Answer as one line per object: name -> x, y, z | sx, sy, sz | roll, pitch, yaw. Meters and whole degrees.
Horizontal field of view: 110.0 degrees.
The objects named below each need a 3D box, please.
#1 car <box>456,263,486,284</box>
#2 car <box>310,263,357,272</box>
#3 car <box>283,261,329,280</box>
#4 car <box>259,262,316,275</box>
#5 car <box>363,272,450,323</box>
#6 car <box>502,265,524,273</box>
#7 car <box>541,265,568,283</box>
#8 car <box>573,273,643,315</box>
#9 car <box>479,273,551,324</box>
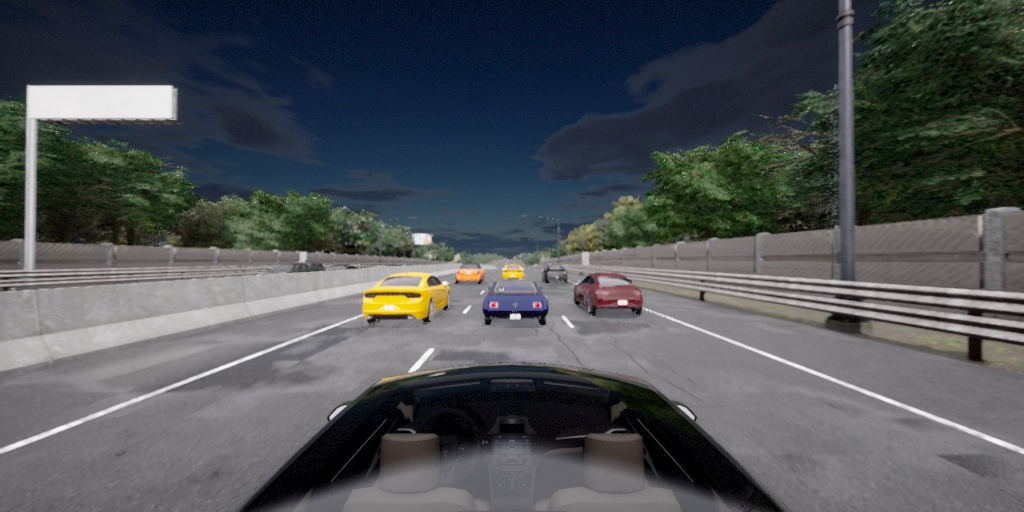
car -> -3.403, 1.368, 30.184 | 2.097, 1.767, 4.553 | 0, -1, 0
car -> -14.101, 1.513, 29.404 | 1.837, 1.490, 4.892 | 0, -1, 0
car -> -21.093, 1.442, 36.905 | 2.097, 1.767, 4.553 | 0, -1, 0
car -> -17.602, 1.346, 28.068 | 2.097, 1.767, 4.553 | 0, -1, 0
car -> -3.396, 1.306, 12.428 | 1.882, 1.535, 5.008 | 0, -1, 0
car -> 0.095, 1.527, 33.294 | 1.882, 1.535, 5.008 | 0, -1, 0
car -> 3.596, 1.514, 30.846 | 2.128, 1.511, 4.902 | 0, -1, 0
car -> 3.598, 1.368, 13.944 | 1.812, 1.442, 4.674 | 0, -1, 0
car -> 0.099, 1.427, 12.251 | 1.895, 1.301, 4.718 | 0, -1, 0
